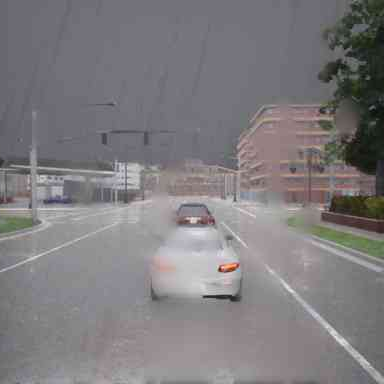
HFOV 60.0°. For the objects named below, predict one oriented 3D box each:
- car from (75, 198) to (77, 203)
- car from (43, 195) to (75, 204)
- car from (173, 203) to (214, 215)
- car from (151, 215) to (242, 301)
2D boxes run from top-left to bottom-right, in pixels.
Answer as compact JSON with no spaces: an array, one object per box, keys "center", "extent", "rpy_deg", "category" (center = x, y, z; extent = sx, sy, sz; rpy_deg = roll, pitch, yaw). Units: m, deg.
[{"center":[-24.167,1.456,63.639],"extent":[3.806,1.475,1.970],"rpy_deg":[0,0,1],"category":"car"},{"center":[-23.437,1.295,57.889],"extent":[4.611,1.667,2.242],"rpy_deg":[0,0,1],"category":"car"},{"center":[0.064,1.352,17.181],"extent":[2.097,1.767,4.553],"rpy_deg":[0,0,0],"category":"car"},{"center":[0.087,1.526,8.188],"extent":[1.812,1.442,4.674],"rpy_deg":[0,0,0],"category":"car"}]
